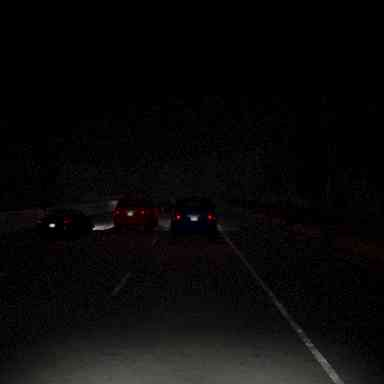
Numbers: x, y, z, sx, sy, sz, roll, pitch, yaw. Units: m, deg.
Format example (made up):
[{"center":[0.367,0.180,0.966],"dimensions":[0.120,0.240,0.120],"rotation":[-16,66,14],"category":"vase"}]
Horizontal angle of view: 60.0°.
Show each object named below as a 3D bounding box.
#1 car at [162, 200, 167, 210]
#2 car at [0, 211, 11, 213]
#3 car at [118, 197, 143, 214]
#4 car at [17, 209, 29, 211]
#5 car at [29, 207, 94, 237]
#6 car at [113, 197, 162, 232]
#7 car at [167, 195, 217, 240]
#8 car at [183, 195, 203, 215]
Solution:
[{"center":[-3.407,1.682,41.016],"dimensions":[1.812,1.442,4.674],"rotation":[0,0,0],"category":"car"},{"center":[-17.600,1.681,30.985],"dimensions":[1.994,1.385,4.181],"rotation":[0,0,0],"category":"car"},{"center":[-6.907,1.496,37.890],"dimensions":[2.097,1.767,4.553],"rotation":[0,0,0],"category":"car"},{"center":[-14.101,1.623,30.820],"dimensions":[1.837,1.490,4.892],"rotation":[0,0,0],"category":"car"},{"center":[-6.904,1.635,18.439],"dimensions":[1.994,1.385,4.181],"rotation":[0,0,0],"category":"car"},{"center":[-3.404,1.303,21.000],"dimensions":[2.150,2.045,5.566],"rotation":[0,0,0],"category":"car"},{"center":[0.097,1.290,17.411],"dimensions":[2.150,2.045,5.566],"rotation":[0,0,0],"category":"car"},{"center":[0.093,1.369,38.110],"dimensions":[2.150,2.045,5.566],"rotation":[0,0,0],"category":"car"}]
